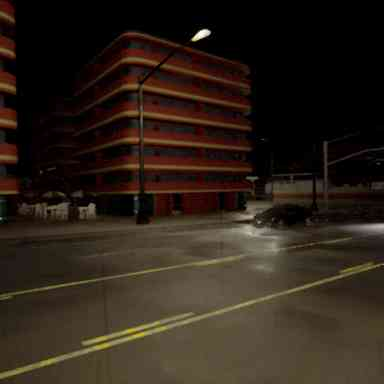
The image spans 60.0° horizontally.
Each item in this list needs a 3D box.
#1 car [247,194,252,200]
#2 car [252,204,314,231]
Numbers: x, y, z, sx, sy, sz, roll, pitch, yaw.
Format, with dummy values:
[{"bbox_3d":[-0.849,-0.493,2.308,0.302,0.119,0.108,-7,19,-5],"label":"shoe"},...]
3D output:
[{"bbox_3d":[16.052,1.301,91.037,3.806,1.475,1.970,-1,0,-37],"label":"car"},{"bbox_3d":[6.006,1.605,21.751,4.892,1.490,1.837,0,0,-37],"label":"car"}]
